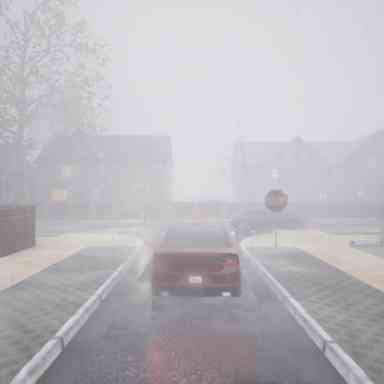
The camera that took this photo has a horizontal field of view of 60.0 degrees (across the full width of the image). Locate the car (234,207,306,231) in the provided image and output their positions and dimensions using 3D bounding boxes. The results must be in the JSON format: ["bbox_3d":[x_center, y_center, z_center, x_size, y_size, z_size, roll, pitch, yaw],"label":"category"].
[{"bbox_3d":[4.261,1.530,18.930,4.181,1.385,1.994,-1,-1,1],"label":"car"}]

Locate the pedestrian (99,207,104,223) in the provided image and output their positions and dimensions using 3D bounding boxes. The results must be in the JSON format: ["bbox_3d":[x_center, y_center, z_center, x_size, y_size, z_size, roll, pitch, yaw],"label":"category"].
[{"bbox_3d":[-6.746,1.349,24.934,0.375,1.860,0.375,0,-1,1],"label":"pedestrian"}]

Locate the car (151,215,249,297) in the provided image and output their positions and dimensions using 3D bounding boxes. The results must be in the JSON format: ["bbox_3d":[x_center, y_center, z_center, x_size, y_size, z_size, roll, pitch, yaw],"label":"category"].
[{"bbox_3d":[0.149,1.475,8.629,1.882,1.535,5.008,0,0,2],"label":"car"}]
